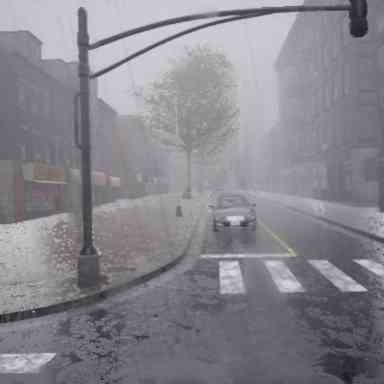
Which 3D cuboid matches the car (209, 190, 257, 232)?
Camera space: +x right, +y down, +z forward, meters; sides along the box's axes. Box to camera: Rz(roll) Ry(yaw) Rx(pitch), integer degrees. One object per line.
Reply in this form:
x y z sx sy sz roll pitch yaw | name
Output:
1.868 0.905 15.623 2.128 1.511 4.902 -1 2 4 | car

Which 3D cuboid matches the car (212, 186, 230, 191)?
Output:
2.578 0.553 26.753 1.837 1.490 4.892 -1 2 4 | car

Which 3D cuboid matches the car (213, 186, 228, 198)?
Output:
3.843 -0.017 45.709 1.882 1.535 5.008 -1 1 4 | car
